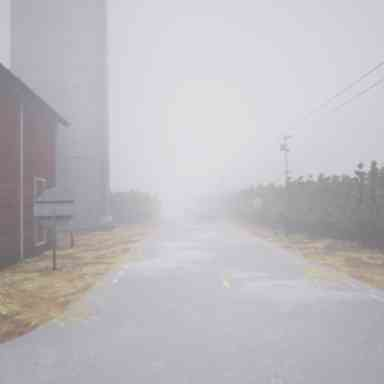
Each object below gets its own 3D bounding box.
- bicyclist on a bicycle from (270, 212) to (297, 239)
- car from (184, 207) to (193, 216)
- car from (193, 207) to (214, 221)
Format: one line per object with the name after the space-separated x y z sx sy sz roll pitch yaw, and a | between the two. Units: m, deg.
5.521 2.021 20.094 1.656 1.620 0.582 -1 -2 -1 | bicyclist on a bicycle
-0.190 3.391 57.341 1.837 1.490 4.892 -1 -2 -9 | car
1.581 2.913 42.047 1.994 1.385 4.181 -1 -2 -4 | car
